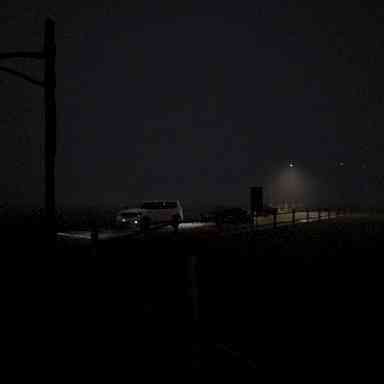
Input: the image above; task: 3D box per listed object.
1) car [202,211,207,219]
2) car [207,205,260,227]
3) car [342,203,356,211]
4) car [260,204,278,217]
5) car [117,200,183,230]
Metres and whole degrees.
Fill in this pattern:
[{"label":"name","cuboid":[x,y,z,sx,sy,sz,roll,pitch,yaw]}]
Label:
[{"label":"car","cuboid":[2.869,2.067,32.539,2.128,1.511,4.902,0,-1,36]},{"label":"car","cuboid":[3.511,2.010,27.155,1.812,1.442,4.674,0,-1,36]},{"label":"car","cuboid":[29.807,2.867,63.089,1.837,1.490,4.892,0,-1,36]},{"label":"car","cuboid":[8.900,2.265,40.768,2.128,1.511,4.902,0,-1,36]},{"label":"car","cuboid":[-2.947,1.608,24.601,2.150,2.045,5.566,0,-1,36]}]
